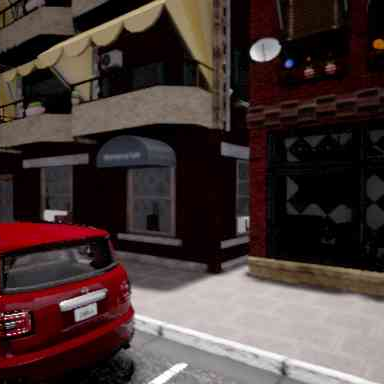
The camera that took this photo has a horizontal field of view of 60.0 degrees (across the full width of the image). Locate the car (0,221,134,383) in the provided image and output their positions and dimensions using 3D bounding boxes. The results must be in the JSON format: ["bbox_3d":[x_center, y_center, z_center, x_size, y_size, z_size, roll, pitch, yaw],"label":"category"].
[{"bbox_3d":[-3.056,1.367,4.882,5.009,1.841,2.192,-1,0,35],"label":"car"}]
